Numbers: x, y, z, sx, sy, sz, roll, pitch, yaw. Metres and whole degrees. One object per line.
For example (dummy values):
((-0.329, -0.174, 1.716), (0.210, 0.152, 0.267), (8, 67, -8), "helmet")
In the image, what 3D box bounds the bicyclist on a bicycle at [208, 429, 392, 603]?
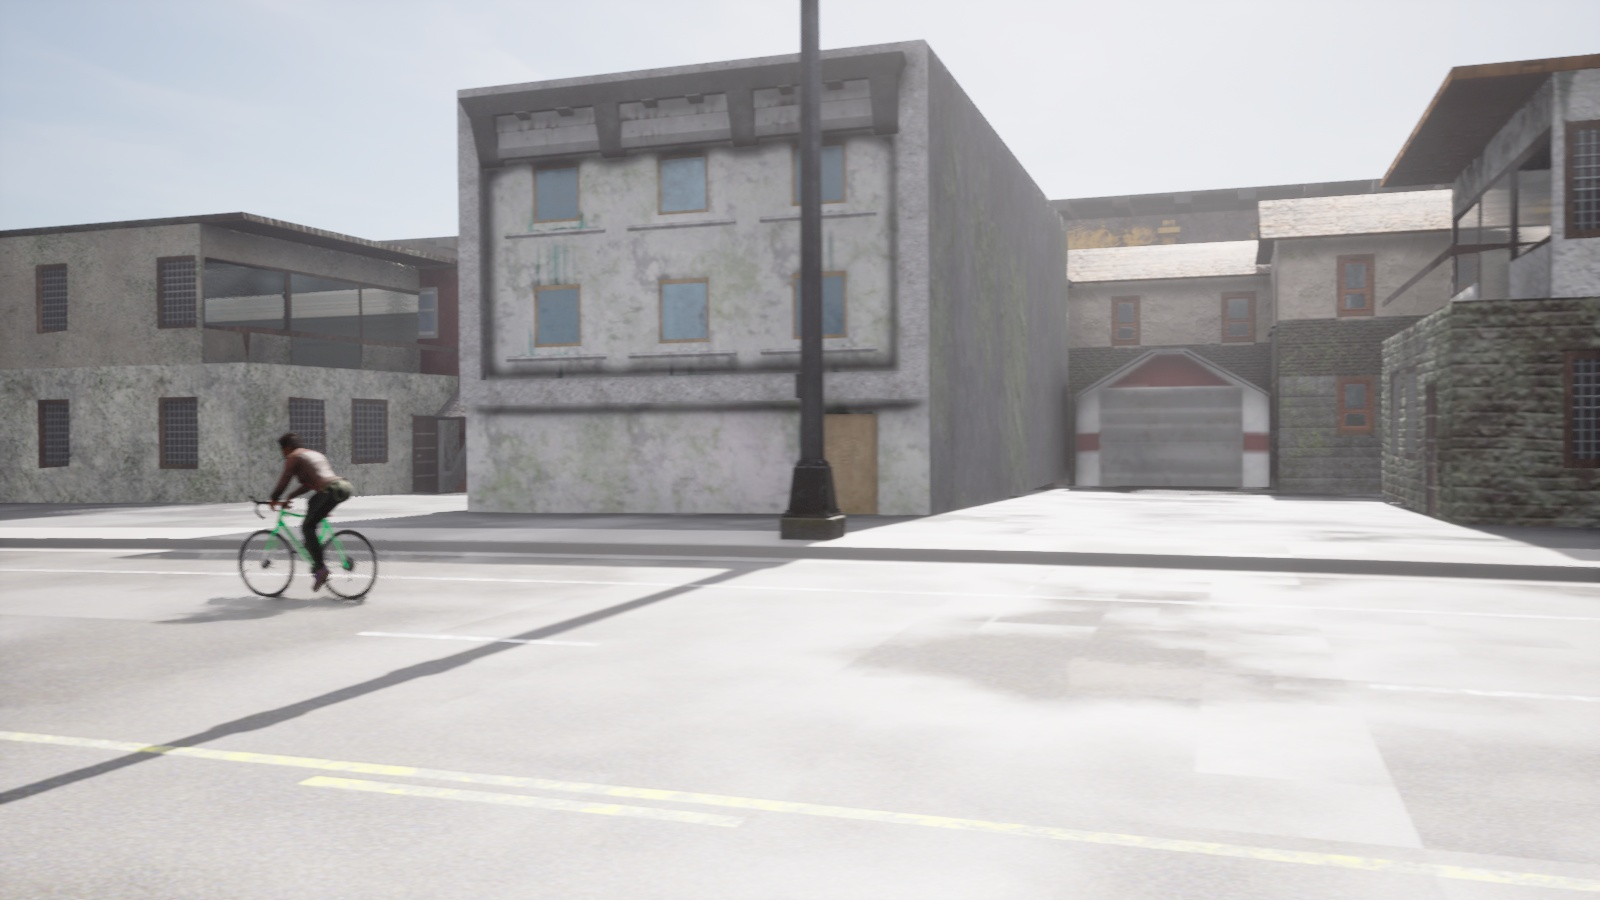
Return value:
((-4.866, 0.620, 12.216), (1.656, 1.620, 0.582), (-1, 1, 19), "bicyclist on a bicycle")
